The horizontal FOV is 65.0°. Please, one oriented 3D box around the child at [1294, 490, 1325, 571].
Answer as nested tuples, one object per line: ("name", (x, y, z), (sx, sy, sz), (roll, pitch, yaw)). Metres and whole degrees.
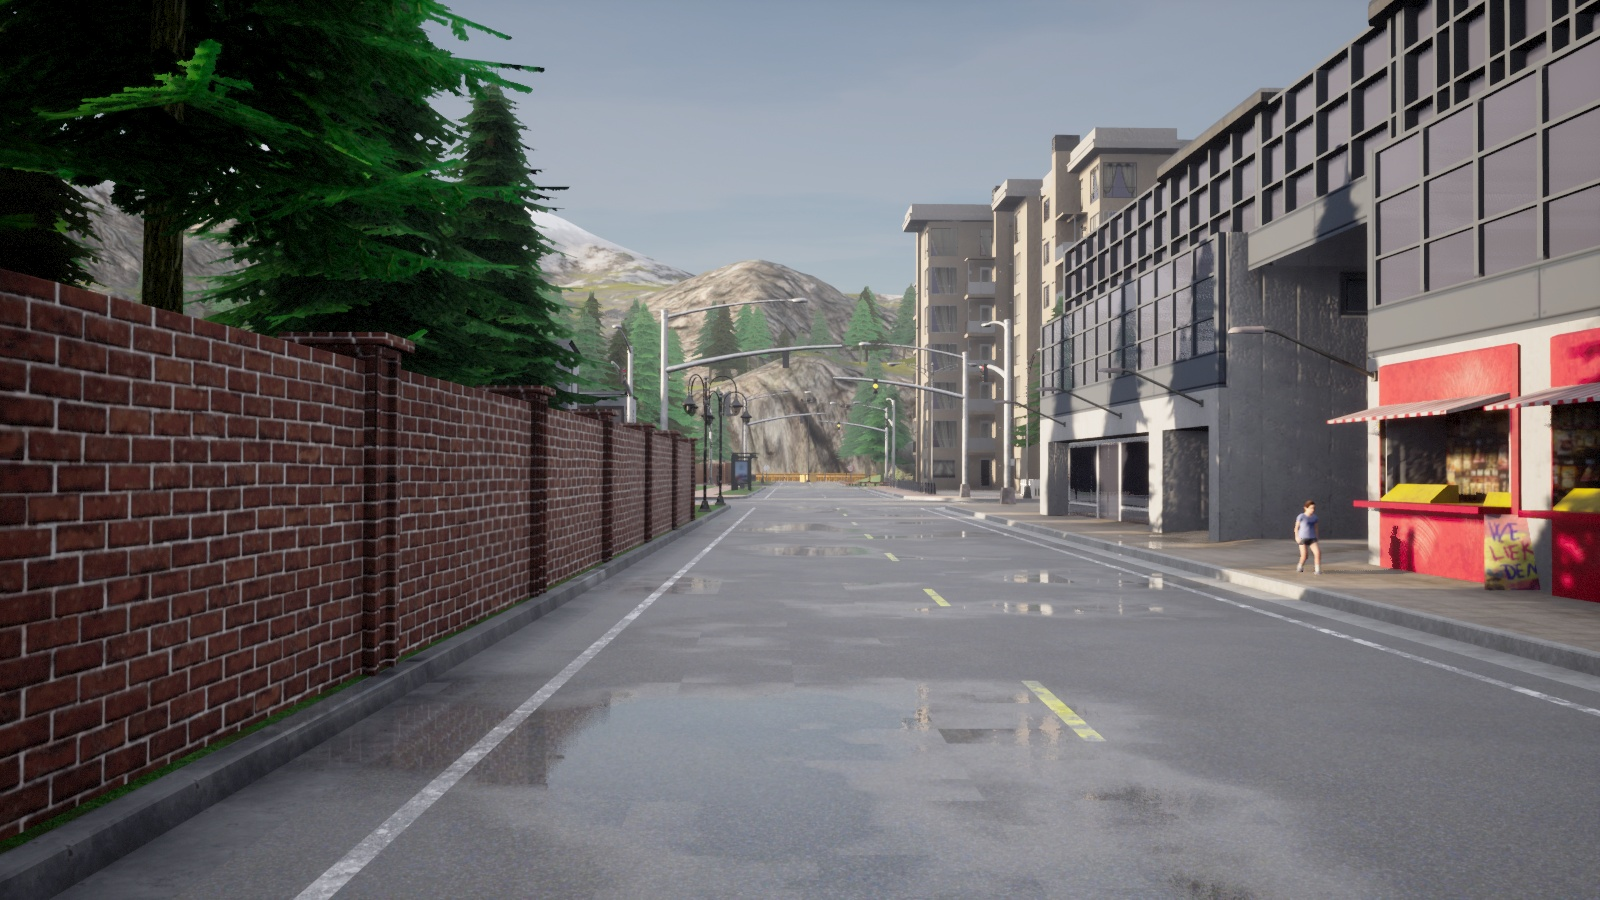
("child", (7.140, 1.122, 17.613), (0.255, 1.110, 0.394), (0, -1, -3))
